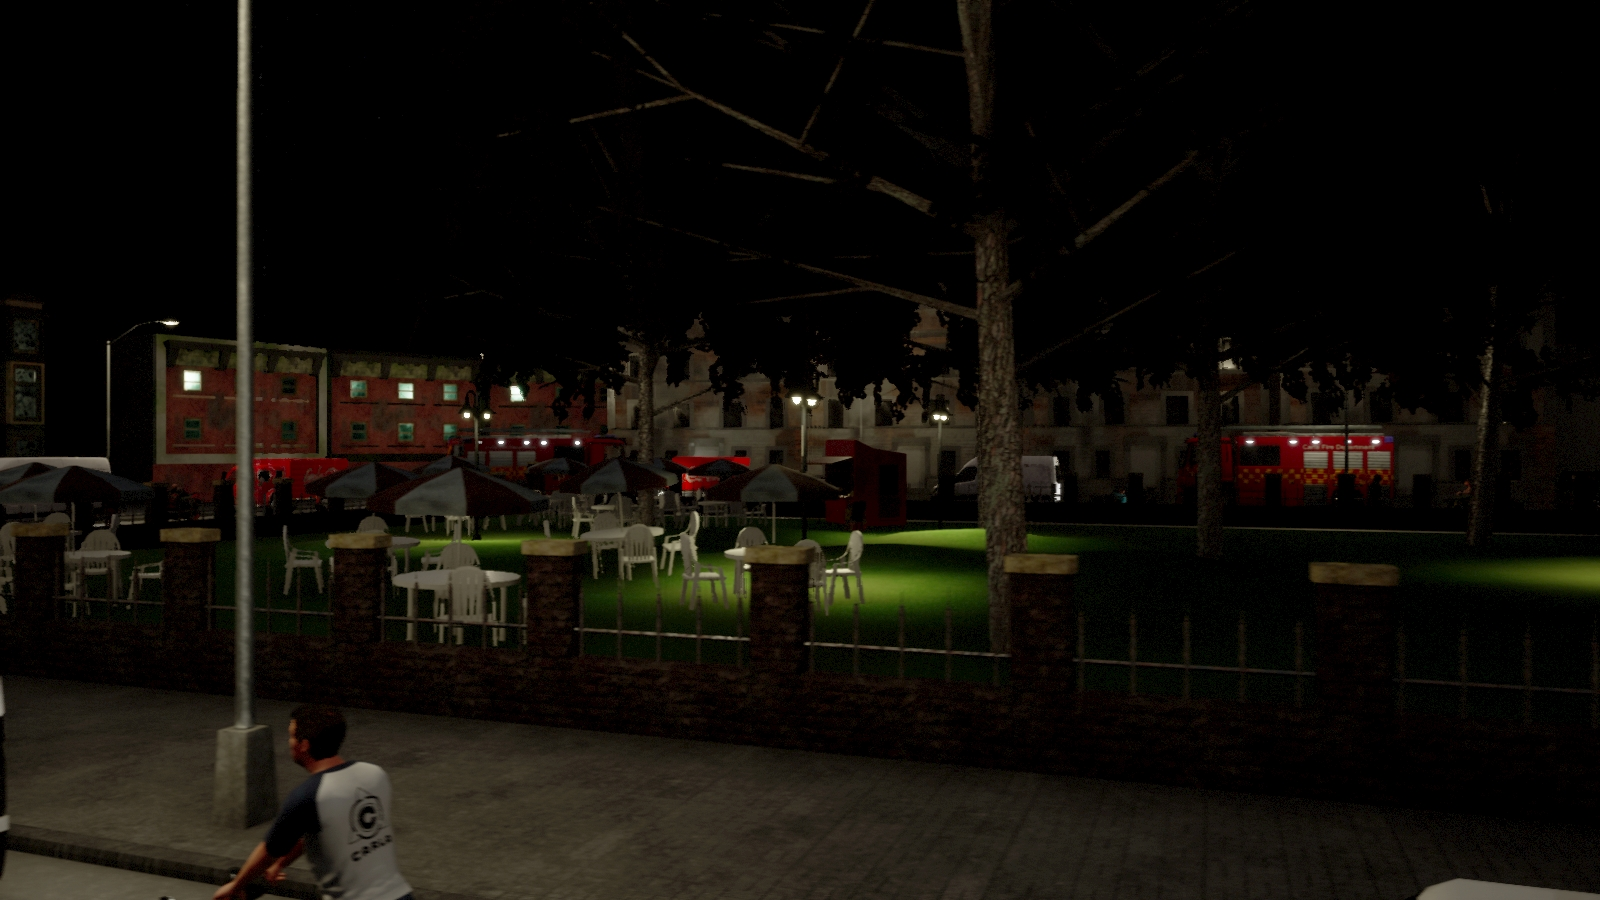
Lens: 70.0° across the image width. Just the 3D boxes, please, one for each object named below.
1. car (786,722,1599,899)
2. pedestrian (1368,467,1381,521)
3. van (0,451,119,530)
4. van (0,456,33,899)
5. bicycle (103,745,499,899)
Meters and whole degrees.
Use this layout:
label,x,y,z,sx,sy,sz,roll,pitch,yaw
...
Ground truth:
label,x,y,z,sx,sy,sz,roll,pitch,yaw
car,2.084,1.845,3.070,3.806,1.475,1.970,0,0,20
pedestrian,19.980,1.525,39.715,0.375,1.860,0.375,0,0,24
van,-26.315,1.314,38.466,1.988,2.561,5.915,0,0,20
van,-7.463,1.314,6.557,5.915,2.561,1.988,0,0,20
bicycle,-2.005,1.936,4.551,1.643,1.296,0.373,0,0,20
